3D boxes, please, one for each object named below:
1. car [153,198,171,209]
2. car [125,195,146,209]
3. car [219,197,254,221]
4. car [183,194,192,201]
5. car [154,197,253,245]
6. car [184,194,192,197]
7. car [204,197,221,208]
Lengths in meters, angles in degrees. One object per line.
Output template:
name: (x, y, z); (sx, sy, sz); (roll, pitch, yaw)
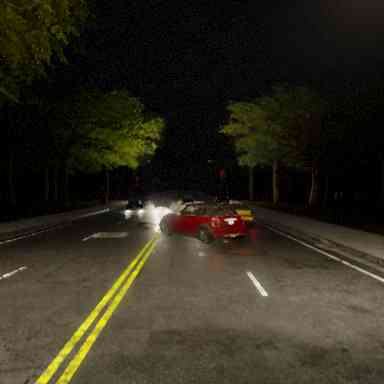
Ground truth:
car: (-3.764, 1.445, 42.795); (1.895, 1.301, 4.718); (0, 0, -1)
car: (-6.997, 1.201, 41.645); (2.097, 1.767, 4.553); (0, 0, -1)
car: (3.069, 1.389, 23.447); (1.801, 1.575, 5.366); (0, 0, -1)
car: (-0.979, 1.132, 75.630); (2.033, 1.411, 5.357); (0, 1, -1)
car: (0.364, 1.312, 15.798); (2.097, 1.767, 4.553); (0, 0, -37)
car: (-0.611, 1.305, 57.302); (2.033, 1.411, 5.357); (0, 0, 0)
car: (2.800, 1.395, 45.278); (1.994, 1.385, 4.181); (0, 0, -1)
